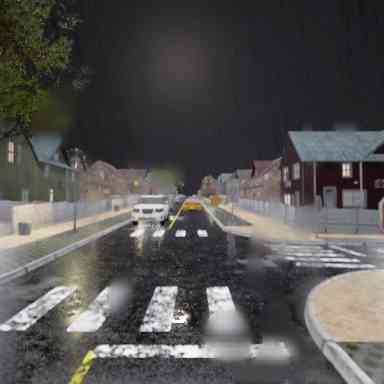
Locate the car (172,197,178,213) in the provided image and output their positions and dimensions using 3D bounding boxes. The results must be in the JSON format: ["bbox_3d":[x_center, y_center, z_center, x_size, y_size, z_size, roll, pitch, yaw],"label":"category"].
[{"bbox_3d":[-2.900,1.519,36.873,1.837,1.490,4.892,0,0,0],"label":"car"}]

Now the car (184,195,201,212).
[{"bbox_3d":[0.046,1.493,38.298,1.882,1.535,5.008,0,0,0],"label":"car"}]

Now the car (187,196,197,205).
[{"bbox_3d":[-0.005,1.565,63.414,1.837,1.490,4.892,0,0,0],"label":"car"}]

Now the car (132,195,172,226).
[{"bbox_3d":[-2.883,1.227,24.120,2.150,2.045,5.566,0,0,0],"label":"car"}]

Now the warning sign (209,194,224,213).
[{"bbox_3d":[2.444,1.126,33.029,1.300,1.860,1.060,-2,-2,0],"label":"warning sign"}]

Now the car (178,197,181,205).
[{"bbox_3d":[-2.851,1.594,58.320,2.033,1.411,5.357,0,0,0],"label":"car"}]
